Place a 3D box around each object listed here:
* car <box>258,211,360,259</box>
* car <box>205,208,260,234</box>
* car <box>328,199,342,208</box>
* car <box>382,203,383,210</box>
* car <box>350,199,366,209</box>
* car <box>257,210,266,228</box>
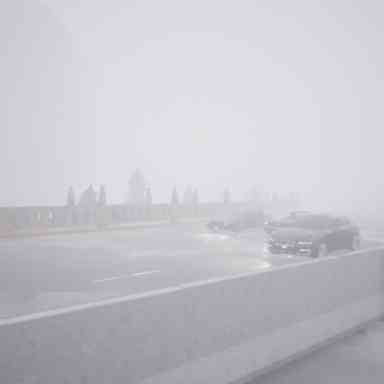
[{"bbox_3d":[4.858,1.608,12.866,4.892,1.490,1.837,0,0,-43],"label":"car"},{"bbox_3d":[3.219,1.706,20.933,2.033,1.411,5.357,0,-1,44],"label":"car"},{"bbox_3d":[24.269,1.931,56.686,1.882,1.535,5.008,0,0,18],"label":"car"},{"bbox_3d":[28.342,1.897,47.251,1.837,1.490,4.892,0,0,22],"label":"car"},{"bbox_3d":[27.426,1.956,54.973,1.837,1.490,4.892,0,0,18],"label":"car"},{"bbox_3d":[5.927,1.748,18.740,1.895,1.301,4.718,0,-1,44],"label":"car"}]
